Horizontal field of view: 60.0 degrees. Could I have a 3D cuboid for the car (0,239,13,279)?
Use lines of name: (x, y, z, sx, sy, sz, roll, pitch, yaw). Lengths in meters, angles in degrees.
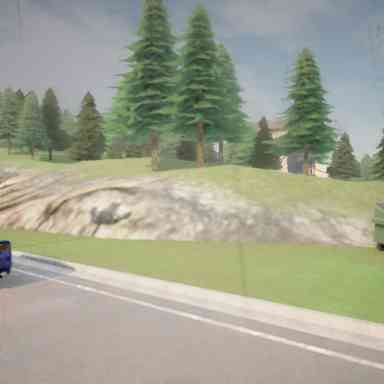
car: (-6.713, 1.494, 8.779, 5.008, 1.535, 1.882, 0, 0, 36)
